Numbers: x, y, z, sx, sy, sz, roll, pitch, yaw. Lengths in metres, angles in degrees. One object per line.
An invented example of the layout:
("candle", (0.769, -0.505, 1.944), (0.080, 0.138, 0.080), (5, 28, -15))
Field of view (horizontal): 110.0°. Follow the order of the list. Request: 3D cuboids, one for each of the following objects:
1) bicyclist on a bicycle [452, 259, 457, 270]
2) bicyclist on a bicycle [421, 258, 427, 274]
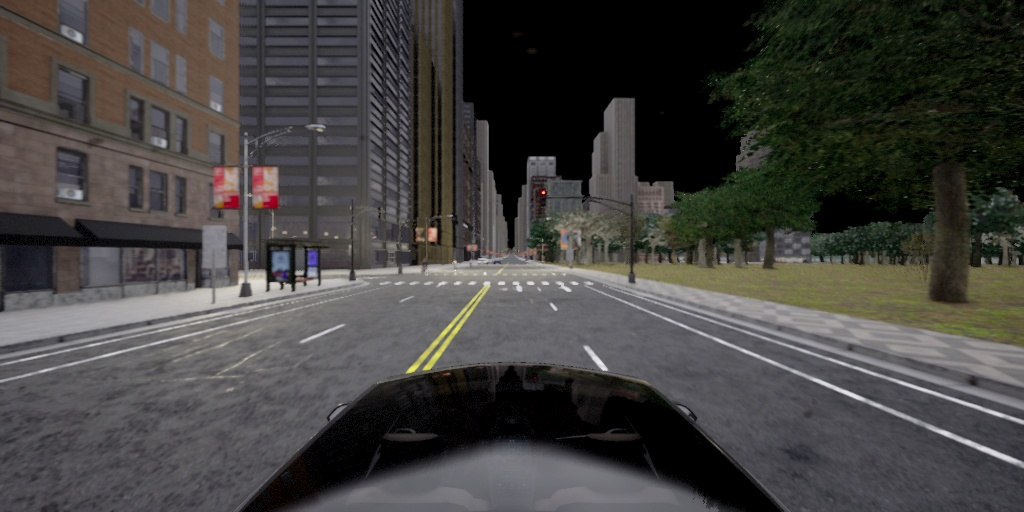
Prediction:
("bicyclist on a bicycle", (-8.726, 1.309, 54.608), (0.866, 1.612, 1.509), (0, -1, 0))
("bicyclist on a bicycle", (-8.739, 1.107, 35.553), (0.659, 1.776, 1.843), (0, 0, 0))
